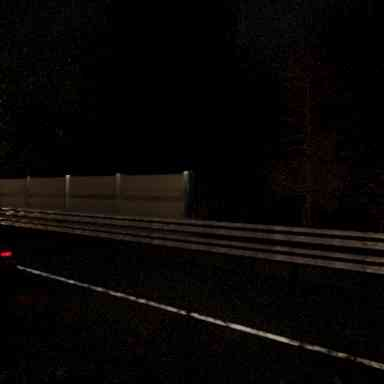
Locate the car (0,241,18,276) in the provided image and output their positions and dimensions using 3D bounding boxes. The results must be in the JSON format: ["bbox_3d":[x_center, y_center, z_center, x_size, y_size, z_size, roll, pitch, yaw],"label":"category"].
[{"bbox_3d":[-6.586,1.457,8.566,5.357,1.411,2.033,1,0,36],"label":"car"}]
